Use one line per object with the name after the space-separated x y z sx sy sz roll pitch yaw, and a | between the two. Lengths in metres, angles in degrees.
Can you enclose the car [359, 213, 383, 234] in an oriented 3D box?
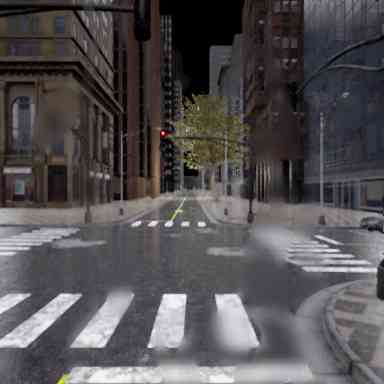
11.859 1.640 18.863 4.403 1.369 2.008 0 0 0 | car
